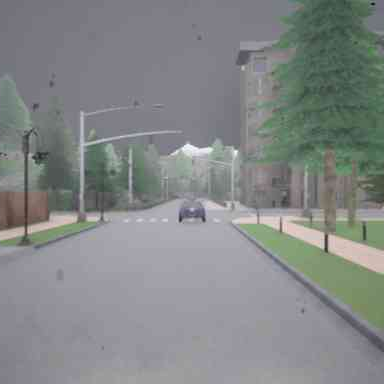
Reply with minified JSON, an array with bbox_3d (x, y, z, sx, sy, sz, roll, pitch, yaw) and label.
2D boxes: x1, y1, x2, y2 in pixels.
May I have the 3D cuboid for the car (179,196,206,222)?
[{"bbox_3d":[0.002,1.419,27.449,2.097,1.767,4.553,0,0,0],"label":"car"}]
